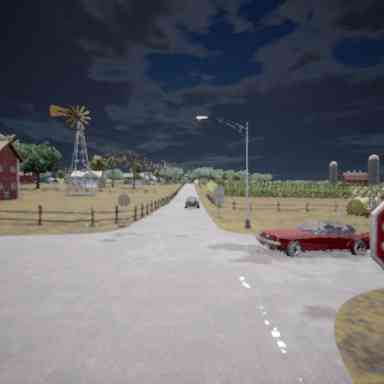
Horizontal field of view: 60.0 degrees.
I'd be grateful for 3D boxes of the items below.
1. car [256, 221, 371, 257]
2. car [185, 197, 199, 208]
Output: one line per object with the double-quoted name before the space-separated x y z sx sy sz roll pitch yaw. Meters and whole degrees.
"car" 5.104 1.846 13.654 4.718 1.301 1.895 1 0 -14
"car" 0.036 1.506 51.881 2.097 1.767 4.553 0 1 0
